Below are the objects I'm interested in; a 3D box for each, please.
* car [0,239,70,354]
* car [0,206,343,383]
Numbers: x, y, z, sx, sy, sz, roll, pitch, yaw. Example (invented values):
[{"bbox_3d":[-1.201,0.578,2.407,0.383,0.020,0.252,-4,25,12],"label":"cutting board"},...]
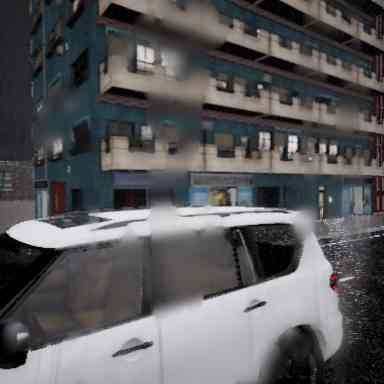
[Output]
[{"bbox_3d":[-4.370,1.610,4.561,4.718,1.301,1.895,-1,0,-36],"label":"car"},{"bbox_3d":[-0.889,1.213,3.053,5.566,2.045,2.150,-1,0,-36],"label":"car"}]
